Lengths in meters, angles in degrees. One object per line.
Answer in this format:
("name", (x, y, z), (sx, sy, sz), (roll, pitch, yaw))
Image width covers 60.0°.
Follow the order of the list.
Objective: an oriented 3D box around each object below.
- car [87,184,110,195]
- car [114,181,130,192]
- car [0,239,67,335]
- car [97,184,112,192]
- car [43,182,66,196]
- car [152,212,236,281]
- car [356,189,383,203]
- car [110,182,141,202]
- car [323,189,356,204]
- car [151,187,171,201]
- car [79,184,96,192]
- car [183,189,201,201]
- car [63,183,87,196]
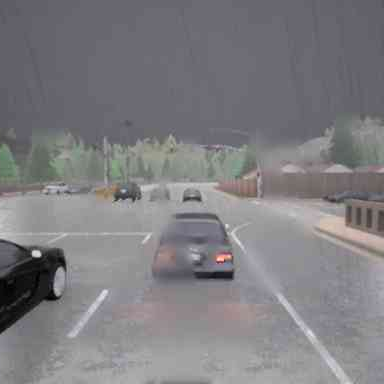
("car", (-14.194, -0.418, 51.969), (2.097, 1.767, 4.553), (0, 2, 0))
("car", (-14.158, -1.086, 67.435), (2.150, 2.045, 5.566), (0, 2, 0))
("car", (-3.452, 1.343, 4.733), (1.882, 1.535, 5.008), (0, 2, 0))
("car", (-17.657, -0.780, 67.325), (1.812, 1.442, 4.674), (0, 2, 0))
("car", (-21.189, -0.552, 52.066), (2.150, 2.045, 5.566), (0, 2, 0))
("car", (0.091, 1.269, 9.104), (2.033, 1.411, 5.357), (0, 2, 1))
("car", (17.804, 0.571, 29.237), (5.357, 1.411, 2.033), (0, 2, 2))
("car", (-6.985, -0.010, 36.504), (2.150, 2.045, 5.566), (0, 2, 0))
("car", (15.825, 0.446, 32.804), (5.357, 1.411, 2.033), (0, 2, 2))
("car", (-3.488, 0.228, 37.423), (2.128, 1.511, 4.902), (0, 2, 0))
("car", (-21.157, -0.811, 67.525), (1.837, 1.490, 4.892), (0, 2, 0))
("car", (0.011, 0.284, 37.926), (1.994, 1.385, 4.181), (0, 2, 0))
("car", (-17.693, -0.274, 51.845), (2.128, 1.511, 4.902), (0, 2, 0))
